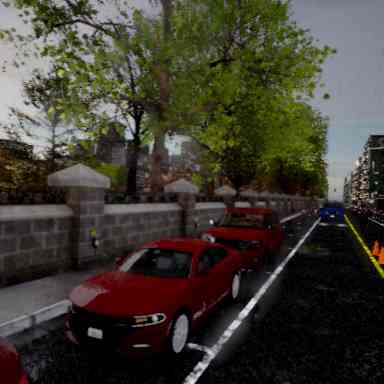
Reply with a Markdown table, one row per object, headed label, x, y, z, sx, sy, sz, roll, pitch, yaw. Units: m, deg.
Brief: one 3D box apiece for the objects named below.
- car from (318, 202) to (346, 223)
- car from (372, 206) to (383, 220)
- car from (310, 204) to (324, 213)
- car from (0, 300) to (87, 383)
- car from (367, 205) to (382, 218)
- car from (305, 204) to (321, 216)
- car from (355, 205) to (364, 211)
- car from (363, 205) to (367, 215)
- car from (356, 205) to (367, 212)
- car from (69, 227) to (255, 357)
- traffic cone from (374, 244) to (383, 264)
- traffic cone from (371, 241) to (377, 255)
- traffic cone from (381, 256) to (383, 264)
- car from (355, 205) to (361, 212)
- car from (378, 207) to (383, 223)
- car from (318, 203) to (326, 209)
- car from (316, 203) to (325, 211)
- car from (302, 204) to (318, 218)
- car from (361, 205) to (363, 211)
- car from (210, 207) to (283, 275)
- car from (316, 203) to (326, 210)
| label | x | y | z | sx | sy | sz | roll | pitch | yaw |
| --- | --- | --- | --- | --- | --- | --- | --- | --- | --- |
| car | 14.882 | 2.099 | 35.143 | 2.150 | 2.045 | 5.566 | 2 | -1 | 24 |
| car | 22.867 | 2.753 | 39.201 | 1.887 | 1.381 | 4.507 | 2 | -1 | 23 |
| car | 21.811 | 2.911 | 58.025 | 2.008 | 1.369 | 4.403 | 2 | -1 | 23 |
| car | -2.550 | 1.500 | 1.101 | 1.802 | 1.307 | 4.206 | 2 | -1 | 23 |
| car | 25.085 | 2.782 | 44.376 | 1.967 | 1.590 | 4.097 | 2 | -1 | 23 |
| car | 17.385 | 2.533 | 47.676 | 1.967 | 1.590 | 4.097 | 2 | -1 | 23 |
| car | 40.650 | 3.820 | 80.756 | 1.752 | 1.417 | 4.829 | 2 | -1 | 23 |
| car | 27.303 | 2.791 | 49.552 | 2.192 | 1.841 | 5.009 | 2 | -1 | 23 |
| car | 38.367 | 3.718 | 75.424 | 1.947 | 1.339 | 4.313 | 2 | -1 | 23 |
| car | -0.334 | 1.591 | 6.277 | 1.887 | 1.381 | 4.507 | 2 | -1 | 23 |
| traffic cone | 7.009 | 2.324 | 12.247 | 0.340 | 0.580 | 0.340 | 2 | -1 | 23 |
| traffic cone | 7.796 | 2.370 | 14.085 | 0.340 | 0.580 | 0.340 | 2 | -1 | 23 |
| traffic cone | 6.223 | 2.278 | 10.409 | 0.340 | 0.580 | 0.340 | 2 | -1 | 23 |
| car | 36.157 | 3.455 | 70.250 | 1.967 | 1.590 | 4.097 | 2 | -1 | 23 |
| car | 20.653 | 2.621 | 34.026 | 1.887 | 1.381 | 4.507 | 2 | -1 | 23 |
| car | 32.817 | 3.561 | 83.744 | 1.752 | 1.417 | 4.829 | 2 | -1 | 23 |
| car | 28.388 | 3.286 | 73.393 | 1.752 | 1.417 | 4.829 | 2 | -1 | 23 |
| car | 15.172 | 2.399 | 42.503 | 1.967 | 1.590 | 4.097 | 2 | -1 | 23 |
| car | 29.514 | 3.050 | 54.726 | 1.967 | 1.590 | 4.097 | 2 | -1 | 23 |
| car | 1.891 | 1.490 | 11.456 | 2.192 | 1.841 | 5.009 | 2 | -1 | 23 |
| car | 30.669 | 3.453 | 78.724 | 2.008 | 1.369 | 4.403 | 2 | -1 | 23 |
